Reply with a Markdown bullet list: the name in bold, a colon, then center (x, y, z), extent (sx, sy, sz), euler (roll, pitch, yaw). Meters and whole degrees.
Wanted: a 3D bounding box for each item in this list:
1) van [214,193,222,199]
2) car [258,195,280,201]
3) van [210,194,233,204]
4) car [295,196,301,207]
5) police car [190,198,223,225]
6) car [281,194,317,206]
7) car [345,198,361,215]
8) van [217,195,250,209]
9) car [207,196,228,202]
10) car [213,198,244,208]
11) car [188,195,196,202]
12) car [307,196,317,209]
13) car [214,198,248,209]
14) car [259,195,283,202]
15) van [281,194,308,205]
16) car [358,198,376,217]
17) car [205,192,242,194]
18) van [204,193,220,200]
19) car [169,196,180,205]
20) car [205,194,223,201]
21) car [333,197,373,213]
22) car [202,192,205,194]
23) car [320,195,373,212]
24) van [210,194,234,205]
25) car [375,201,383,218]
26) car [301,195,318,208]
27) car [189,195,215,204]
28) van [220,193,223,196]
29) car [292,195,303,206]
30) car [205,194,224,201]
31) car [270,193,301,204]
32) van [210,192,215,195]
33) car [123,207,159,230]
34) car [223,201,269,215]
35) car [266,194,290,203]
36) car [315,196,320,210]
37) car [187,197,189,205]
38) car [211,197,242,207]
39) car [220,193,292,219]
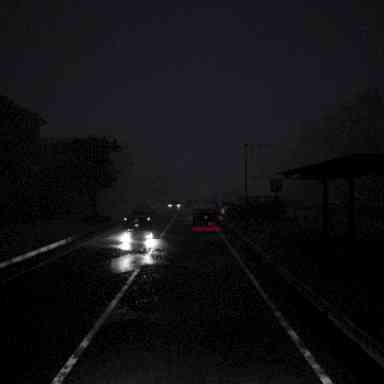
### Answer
- **van**: center (5.610, 1.427, 44.281), extent (4.442, 1.987, 1.878), euler (0, 0, 0)
- **car**: center (18.770, 1.504, 81.115), extent (4.892, 1.521, 2.231), euler (0, 0, 0)
- **van**: center (5.818, 1.358, 66.711), extent (4.442, 1.987, 1.878), euler (0, 0, 0)
- **car**: center (18.770, 1.686, 50.573), extent (4.792, 1.488, 2.163), euler (0, 0, 0)
- **police car**: center (0.981, 1.553, 25.667), extent (1.930, 1.638, 5.238), euler (0, 0, 0)
- **car**: center (18.818, 1.377, 58.907), extent (5.566, 2.045, 2.435), euler (0, 0, 0)
- **car**: center (18.823, 1.632, 33.920), extent (5.008, 1.535, 2.097), euler (0, 0, 0)
- **van**: center (5.840, 1.428, 47.082), extent (4.442, 1.987, 1.878), euler (0, 0, 0)
- **car**: center (5.689, 1.576, 75.122), extent (4.674, 1.452, 2.002), euler (0, 0, 0)
- **car**: center (5.714, 1.689, 52.693), extent (4.674, 1.452, 2.002), euler (0, 0, 0)
- **car**: center (0.017, 1.524, 76.207), extent (1.837, 1.490, 4.892), euler (0, 0, 0)
- **car**: center (18.800, 1.654, 45.024), extent (5.008, 1.535, 2.097), euler (0, 0, 0)
- **car**: center (5.749, 1.684, 49.885), extent (4.792, 1.488, 2.163), euler (0, 0, 0)
- **car**: center (18.582, 1.516, 78.338), extent (5.366, 1.575, 1.946), euler (0, 0, 0)
- **van**: center (18.903, 1.387, 61.684), extent (4.442, 1.987, 1.878), euler (0, 0, 0)
- **car**: center (18.827, 1.627, 31.144), extent (4.892, 1.521, 2.231), euler (0, 0, 0)
- **car**: center (5.679, 1.364, 61.103), extent (5.566, 2.045, 2.435), euler (0, 0, 0)
- **van**: center (5.556, 1.215, 91.940), extent (4.442, 1.987, 1.878), euler (0, 0, 0)
- **car**: center (-3.265, 1.587, 62.716), extent (1.882, 1.535, 5.008), euler (0, 0, 1)
- **car**: center (5.647, 1.347, 86.334), extent (4.553, 1.767, 2.185), euler (0, 0, 0)
- **car**: center (18.820, 1.638, 36.696), extent (5.008, 1.535, 2.097), euler (0, 0, 0)
- **car**: center (5.660, 1.269, 77.924), extent (5.566, 2.045, 2.435), euler (0, 0, 0)
- **car**: center (18.783, 1.393, 39.472), extent (5.566, 2.045, 2.435), euler (0, 0, 0)
- **van**: center (5.821, 1.374, 63.908), extent (4.442, 1.987, 1.878), euler (0, 0, 0)
- **car**: center (18.853, 1.649, 28.369), extent (4.792, 1.488, 2.163), euler (0, 0, 0)
- **car**: center (18.987, 1.652, 47.802), extent (5.366, 1.575, 1.946), euler (0, 0, 0)
- **car**: center (0.982, 1.493, 35.540), extent (2.097, 1.767, 4.553), euler (0, 0, 0)
- **van**: center (5.850, 1.415, 38.670), extent (4.442, 1.987, 1.878), euler (0, 0, 0)
- **car**: center (18.825, 1.678, 53.357), extent (4.792, 1.488, 2.163), euler (0, 0, 0)
- **car**: center (5.651, 1.363, 83.531), extent (4.553, 1.767, 2.185), euler (0, 0, 0)
- **car**: center (18.809, 1.331, 67.234), extent (5.566, 2.045, 2.435), euler (0, 0, 0)
- **van**: center (5.827, 1.405, 58.303), extent (4.442, 1.987, 1.878), euler (0, 0, 0)
- **car**: center (-3.344, 1.722, 22.387), extent (1.895, 1.301, 4.718), euler (0, 0, 0)
- **car**: center (5.739, 1.675, 35.867), extent (4.674, 1.452, 2.002), euler (0, 0, 0)
- **car**: center (18.805, 1.425, 72.787), extent (4.553, 1.767, 2.185), euler (0, 0, 0)
- **car**: center (18.802, 1.651, 42.246), extent (4.892, 1.521, 2.231), euler (0, 0, 0)
- **car**: center (0.014, 1.591, 61.184), extent (1.882, 1.535, 5.008), euler (0, 0, 0)
- **car**: center (5.720, 1.641, 55.496), extent (4.892, 1.521, 2.231), euler (0, 0, 0)
- **car**: center (5.714, 1.371, 30.260), extent (5.566, 2.045, 2.435), euler (0, 0, 0)
